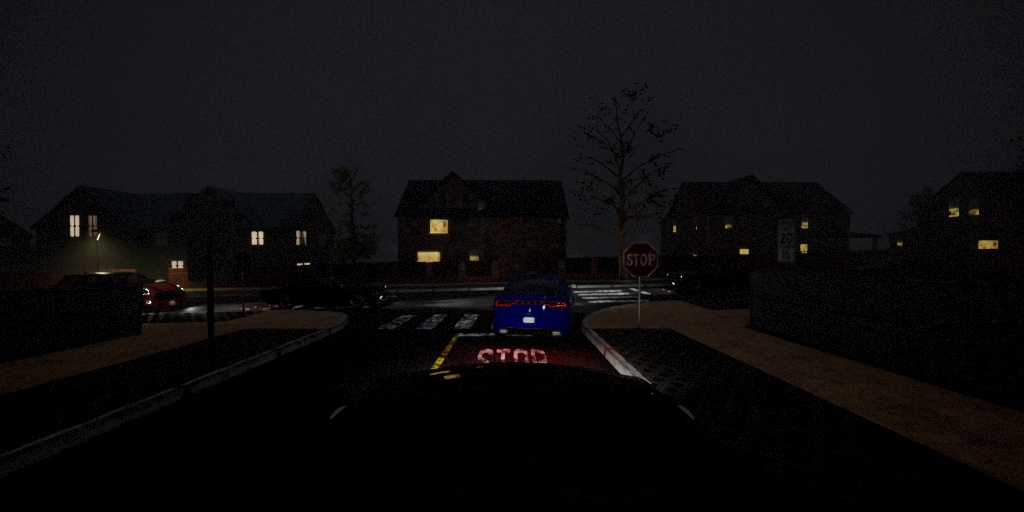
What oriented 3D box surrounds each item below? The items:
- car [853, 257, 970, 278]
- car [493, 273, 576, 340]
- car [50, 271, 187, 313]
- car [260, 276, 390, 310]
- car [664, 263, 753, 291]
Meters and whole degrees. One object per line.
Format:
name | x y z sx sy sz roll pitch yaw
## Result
car | 20.048 0.753 18.334 5.357 1.411 2.033 -1 1 0
car | 0.782 1.226 10.154 1.882 1.535 5.008 0 0 10
car | -16.806 1.471 15.346 4.553 1.767 2.097 -1 1 0
car | -7.818 1.506 15.358 4.718 1.301 1.895 -1 1 0
car | 10.402 1.034 18.294 4.718 1.301 1.895 -1 1 -1
